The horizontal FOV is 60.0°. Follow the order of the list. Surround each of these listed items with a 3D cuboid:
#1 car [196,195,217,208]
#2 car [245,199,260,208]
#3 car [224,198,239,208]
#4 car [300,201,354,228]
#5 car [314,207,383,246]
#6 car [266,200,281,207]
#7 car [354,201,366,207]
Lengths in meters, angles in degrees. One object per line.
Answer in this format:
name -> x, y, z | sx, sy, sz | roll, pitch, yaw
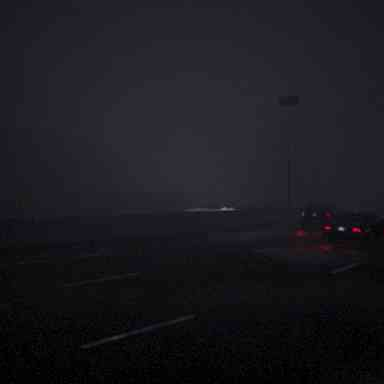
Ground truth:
car -> 2.416, 1.536, 53.403 | 2.150, 2.045, 5.566 | 0, 0, 19
car -> 9.949, 1.858, 54.047 | 1.812, 1.442, 4.674 | 0, -1, 17
car -> 6.613, 1.825, 55.134 | 2.128, 1.511, 4.902 | 0, 0, 17
car -> 9.182, 1.503, 22.832 | 2.097, 1.767, 4.553 | 0, 0, 40
car -> 8.126, 1.657, 16.145 | 2.033, 1.411, 5.357 | 0, 0, 43
car -> 12.586, 1.885, 50.954 | 1.994, 1.385, 4.181 | 0, 0, 19
car -> 18.392, 1.777, 37.190 | 1.812, 1.442, 4.674 | 0, 0, 27
